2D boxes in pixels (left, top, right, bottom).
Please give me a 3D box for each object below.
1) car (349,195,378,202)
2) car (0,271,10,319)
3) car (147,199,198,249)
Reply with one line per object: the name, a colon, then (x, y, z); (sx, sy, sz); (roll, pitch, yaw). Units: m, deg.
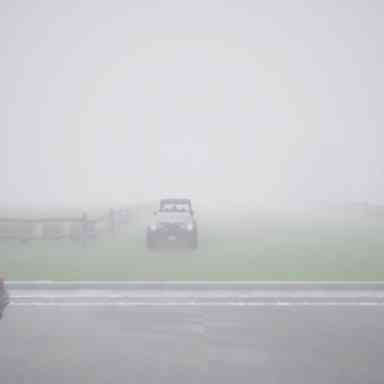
car: (30.338, 1.244, 58.747); (4.605, 1.855, 1.932); (0, 0, 1)
car: (-5.198, 1.587, 5.128); (4.181, 1.385, 1.994); (0, 0, 1)
car: (-0.731, 1.241, 13.896); (1.905, 1.878, 3.866); (0, 0, 1)
